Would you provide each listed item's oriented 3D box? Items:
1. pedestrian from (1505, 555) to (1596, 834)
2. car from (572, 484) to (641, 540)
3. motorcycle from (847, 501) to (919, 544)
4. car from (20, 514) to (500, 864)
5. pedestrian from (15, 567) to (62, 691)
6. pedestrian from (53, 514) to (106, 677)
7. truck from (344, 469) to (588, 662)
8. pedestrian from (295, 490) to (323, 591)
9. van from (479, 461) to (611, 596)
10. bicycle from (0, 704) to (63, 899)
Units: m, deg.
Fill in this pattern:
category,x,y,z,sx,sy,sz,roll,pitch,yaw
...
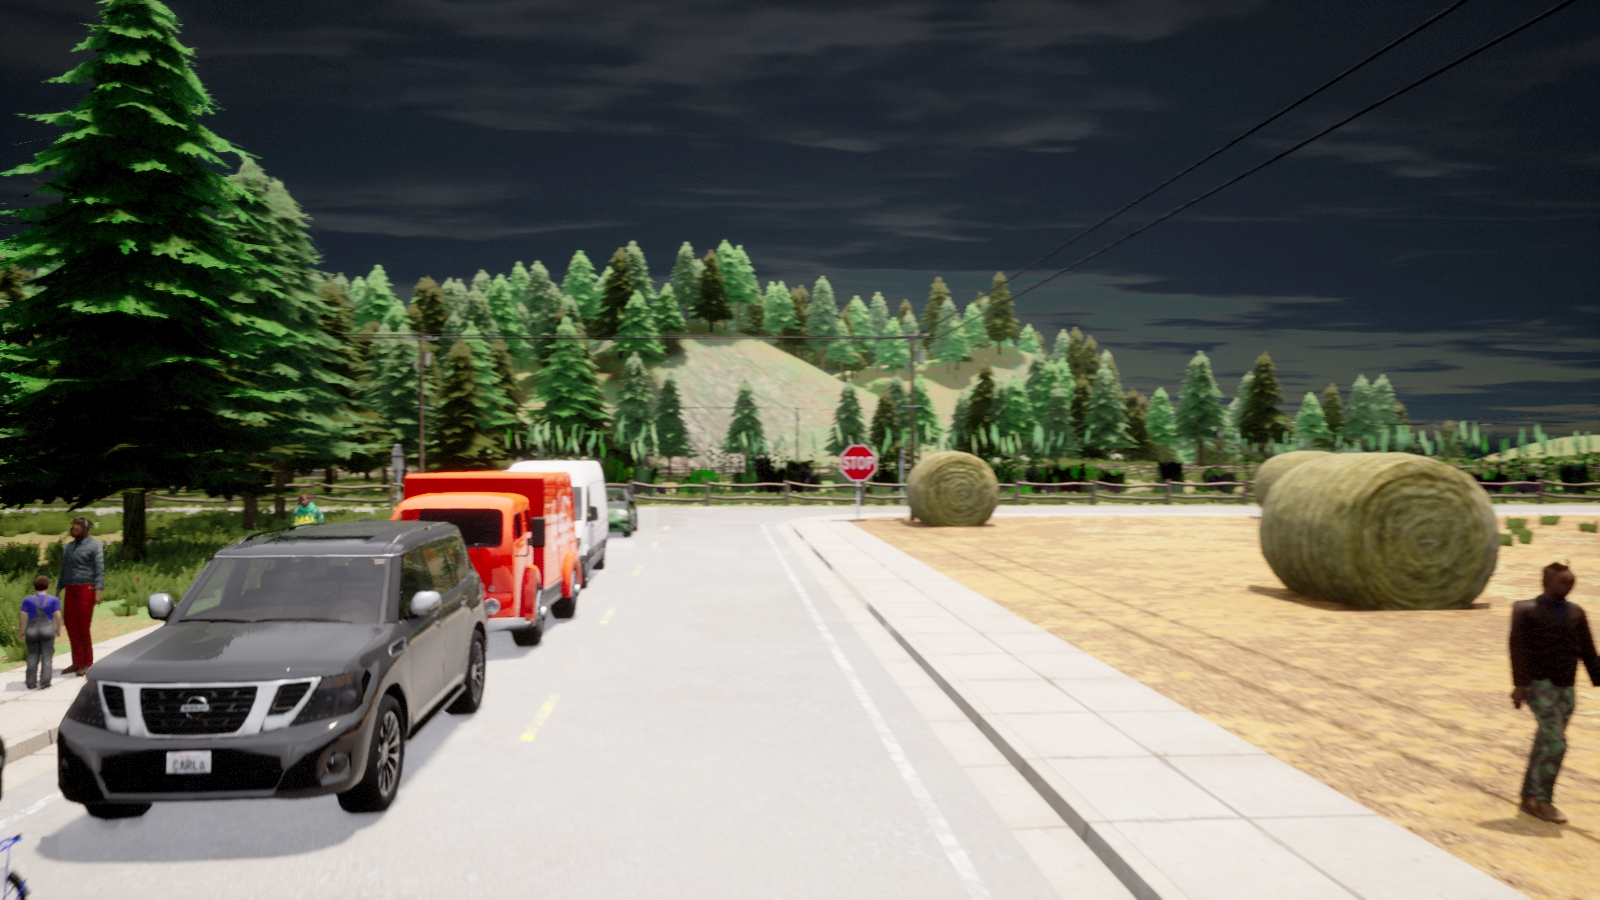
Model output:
category,x,y,z,sx,sy,sz,roll,pitch,yaw
pedestrian,5.226,1.678,7.964,0.375,1.860,0.375,0,0,-5
car,-6.325,2.001,37.762,1.851,1.617,3.988,0,0,-4
motorcycle,2.503,2.183,34.604,2.033,1.199,0.803,0,1,-8
car,-4.404,1.781,10.584,2.150,2.045,5.566,0,0,-4
pedestrian,-8.454,1.978,12.688,0.375,1.300,0.375,0,0,-23
pedestrian,-8.469,1.699,13.441,0.375,1.860,0.375,0,0,17
truck,-4.902,1.570,17.772,2.627,2.467,5.204,0,0,-4
pedestrian,-9.215,1.698,21.457,0.375,1.860,0.375,0,0,-5
van,-5.429,1.537,25.103,1.988,2.561,5.915,0,0,-4
bicycle,-3.958,2.062,5.054,0.329,1.471,1.835,0,0,-4
